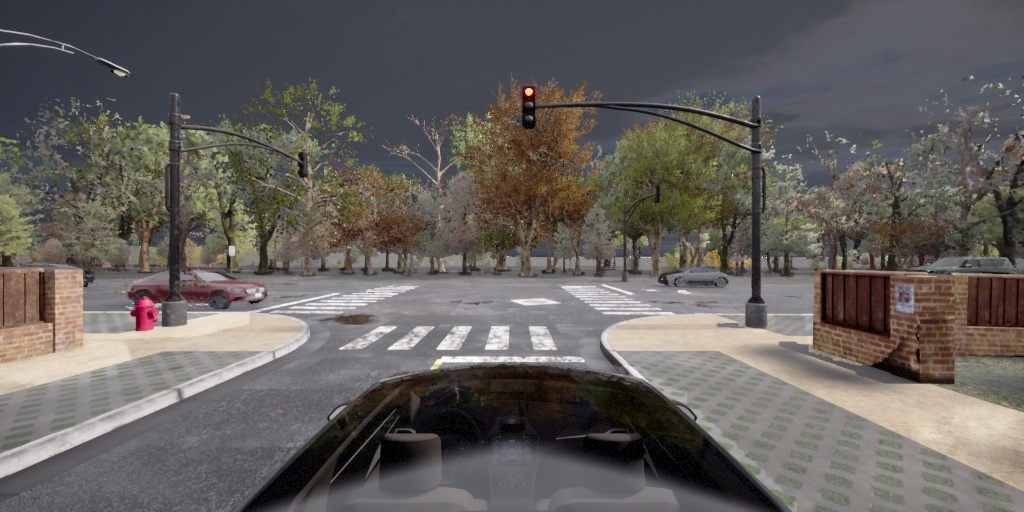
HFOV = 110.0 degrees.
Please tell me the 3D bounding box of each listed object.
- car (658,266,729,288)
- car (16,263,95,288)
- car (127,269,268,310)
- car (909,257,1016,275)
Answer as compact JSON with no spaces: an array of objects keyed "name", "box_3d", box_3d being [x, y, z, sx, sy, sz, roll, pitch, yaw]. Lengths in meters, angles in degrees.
[{"name":"car","box_3d":[12.035,1.368,23.951,4.181,1.385,1.994,0,0,0]},{"name":"car","box_3d":[-27.142,1.157,20.668,4.892,1.490,1.837,0,0,0]},{"name":"car","box_3d":[-12.065,1.229,13.856,4.674,1.442,1.812,0,0,3]},{"name":"car","box_3d":[29.929,1.084,23.961,5.566,2.045,2.150,0,0,0]}]
